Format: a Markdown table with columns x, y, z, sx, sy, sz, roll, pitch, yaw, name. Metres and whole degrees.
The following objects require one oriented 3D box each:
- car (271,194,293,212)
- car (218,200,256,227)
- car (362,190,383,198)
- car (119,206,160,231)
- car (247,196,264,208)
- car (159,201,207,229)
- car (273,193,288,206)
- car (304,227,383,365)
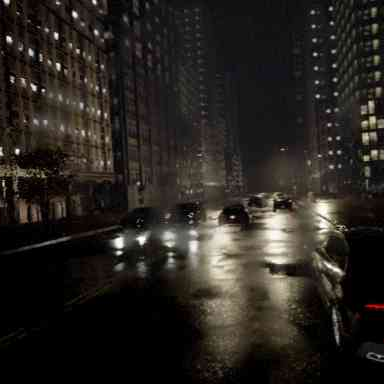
| x | y | z | sx | sy | sz | roll | pitch | yaw | name |
| --- | --- | --- | --- | --- | --- | --- | --- | --- | --- |
| 8.958 | 1.140 | 33.007 | 2.128 | 1.511 | 4.902 | -4 | 0 | 14 | car |
| 2.997 | 1.511 | 22.553 | 1.994 | 1.385 | 4.181 | -4 | 0 | 14 | car |
| 31.049 | 0.285 | 55.790 | 4.403 | 1.369 | 2.008 | -3 | 0 | 13 | car |
| -3.534 | 1.823 | 23.987 | 1.882 | 1.535 | 5.008 | -4 | 0 | 14 | car |
| 7.921 | 1.288 | 42.038 | 1.812 | 1.442 | 4.674 | -4 | 0 | 14 | car |
| -0.351 | 1.504 | 23.365 | 2.097 | 1.767 | 4.553 | -4 | 0 | 14 | car |
| 12.579 | 1.021 | 47.392 | 1.837 | 1.490 | 4.892 | -3 | 0 | 15 | car |
| 3.127 | 1.350 | 5.613 | 1.837 | 1.490 | 4.892 | -4 | 0 | 14 | car |
